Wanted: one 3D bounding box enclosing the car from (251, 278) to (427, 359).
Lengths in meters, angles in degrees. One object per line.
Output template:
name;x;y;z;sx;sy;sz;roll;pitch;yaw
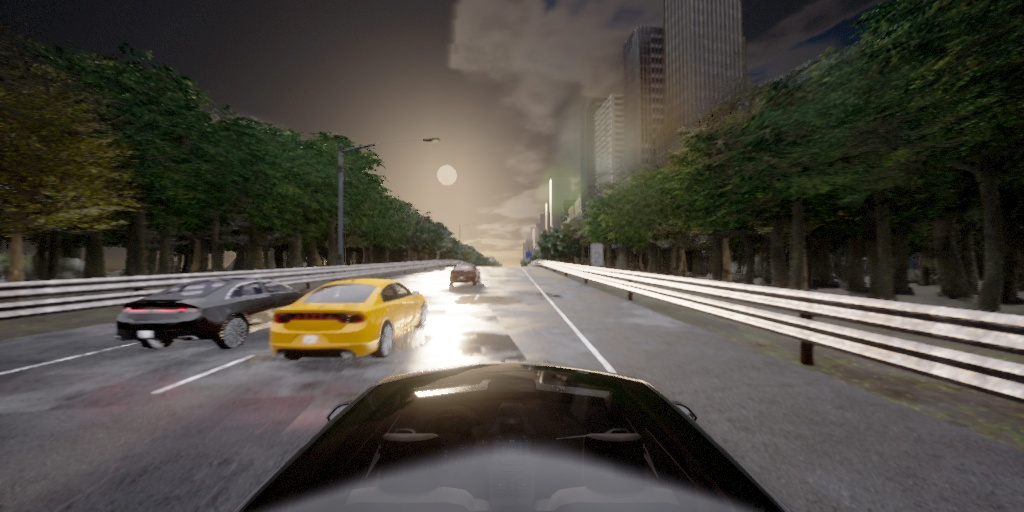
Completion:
car;-3.401;1.259;8.525;1.882;1.535;5.008;0;0;0

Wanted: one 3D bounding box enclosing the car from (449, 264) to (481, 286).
car;-3.406;1.322;26.702;1.882;1.535;5.008;0;0;0

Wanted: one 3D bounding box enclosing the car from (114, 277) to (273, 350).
car;-6.902;1.276;9.183;2.128;1.511;4.902;0;0;0
